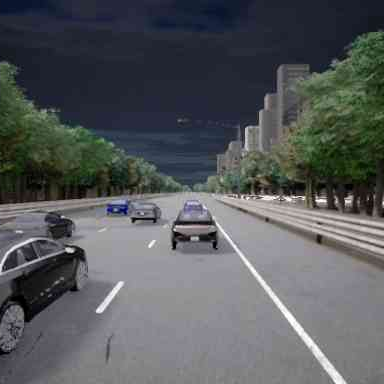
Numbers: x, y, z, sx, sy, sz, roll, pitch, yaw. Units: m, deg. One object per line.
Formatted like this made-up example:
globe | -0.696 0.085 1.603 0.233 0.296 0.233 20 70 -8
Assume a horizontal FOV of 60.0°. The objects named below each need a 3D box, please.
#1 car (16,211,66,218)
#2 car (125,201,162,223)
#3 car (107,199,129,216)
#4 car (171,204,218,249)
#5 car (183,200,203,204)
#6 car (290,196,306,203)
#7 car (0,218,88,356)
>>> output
car | -6.896 1.564 15.206 1.994 1.385 4.181 0 0 0
car | -3.391 1.531 25.241 2.033 1.411 5.357 0 0 0
car | -6.890 1.441 32.429 1.882 1.535 5.008 0 0 0
car | 0.104 1.492 14.604 2.128 1.511 4.902 0 0 0
car | 0.108 1.491 31.889 1.812 1.442 4.674 0 0 0
car | 22.915 1.614 69.919 2.163 1.488 4.792 0 1 -40
car | -3.399 1.493 6.032 2.128 1.511 4.902 0 0 0
